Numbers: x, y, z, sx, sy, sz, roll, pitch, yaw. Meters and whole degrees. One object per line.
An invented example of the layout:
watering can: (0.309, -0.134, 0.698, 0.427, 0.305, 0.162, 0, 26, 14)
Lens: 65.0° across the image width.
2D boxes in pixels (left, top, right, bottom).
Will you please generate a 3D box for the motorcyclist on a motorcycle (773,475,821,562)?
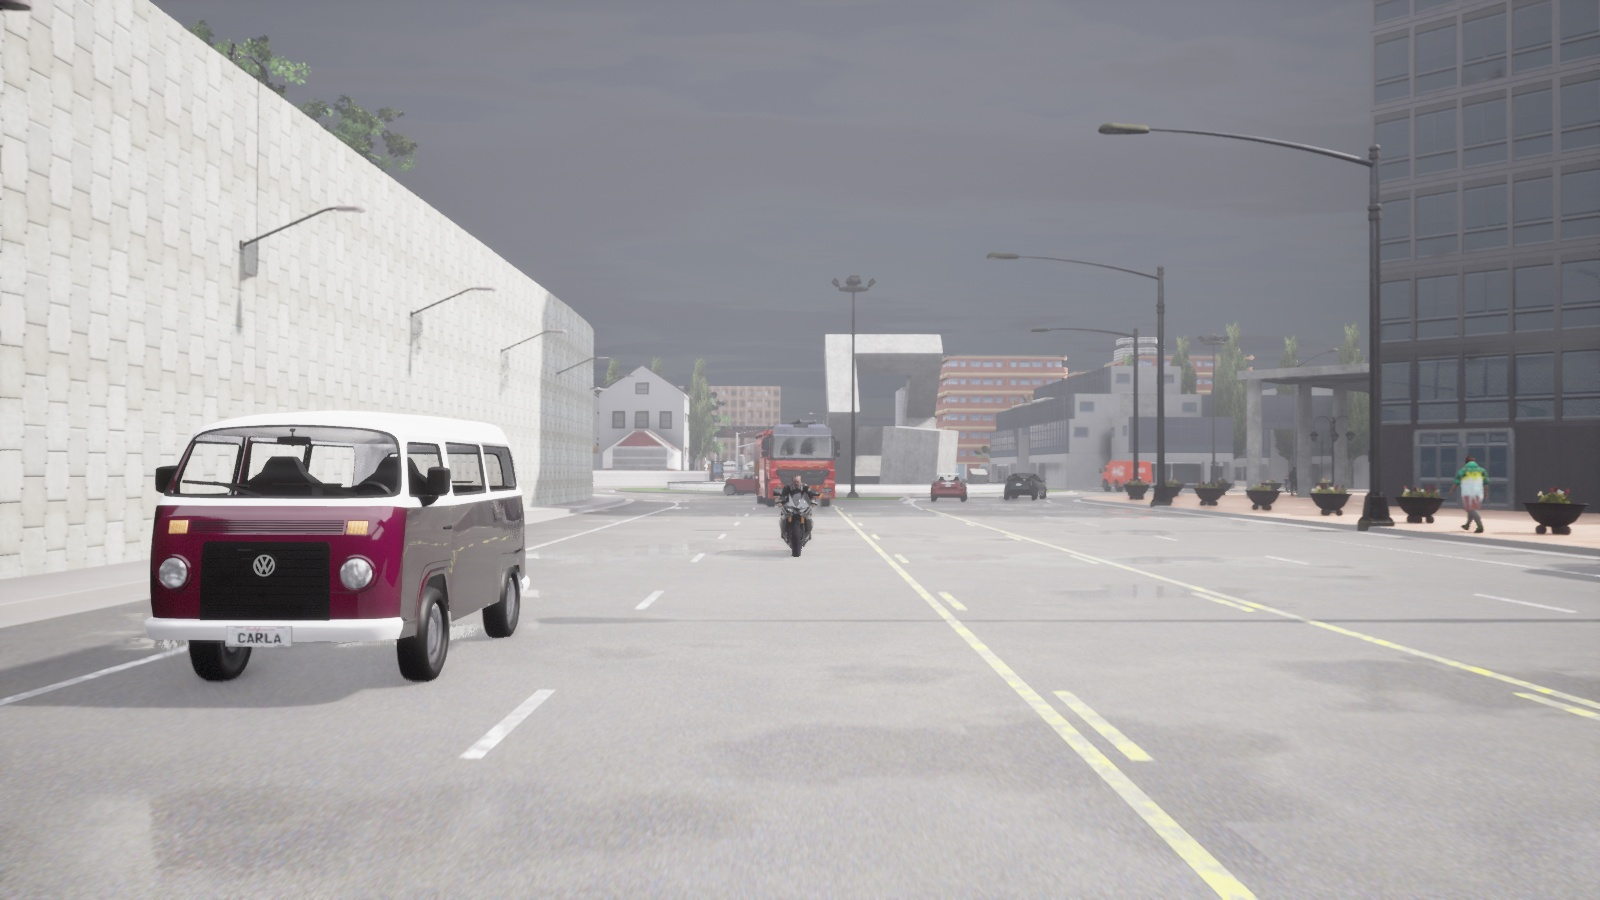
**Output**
motorcyclist on a motorcycle: (-0.057, 1.244, 23.534, 0.866, 1.530, 2.191, 0, -1, 0)

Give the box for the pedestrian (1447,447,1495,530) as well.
pedestrian: (16.077, 0.910, 30.114, 0.659, 1.952, 0.873, 0, -1, -1)

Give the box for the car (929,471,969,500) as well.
car: (8.010, 1.876, 67.377, 1.970, 1.475, 3.806, 0, -1, 9)

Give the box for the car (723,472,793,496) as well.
car: (-2.589, 2.084, 77.294, 3.806, 1.475, 1.970, -1, -1, 22)

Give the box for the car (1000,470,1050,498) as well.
car: (12.785, 1.902, 71.176, 2.007, 1.525, 4.514, -1, -1, 20)

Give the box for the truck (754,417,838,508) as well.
truck: (-0.312, 0.605, 56.958, 2.891, 3.827, 8.468, 0, -1, -6)

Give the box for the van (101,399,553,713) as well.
van: (-3.527, 0.727, 10.440, 2.069, 2.038, 4.480, 0, -1, 0)
